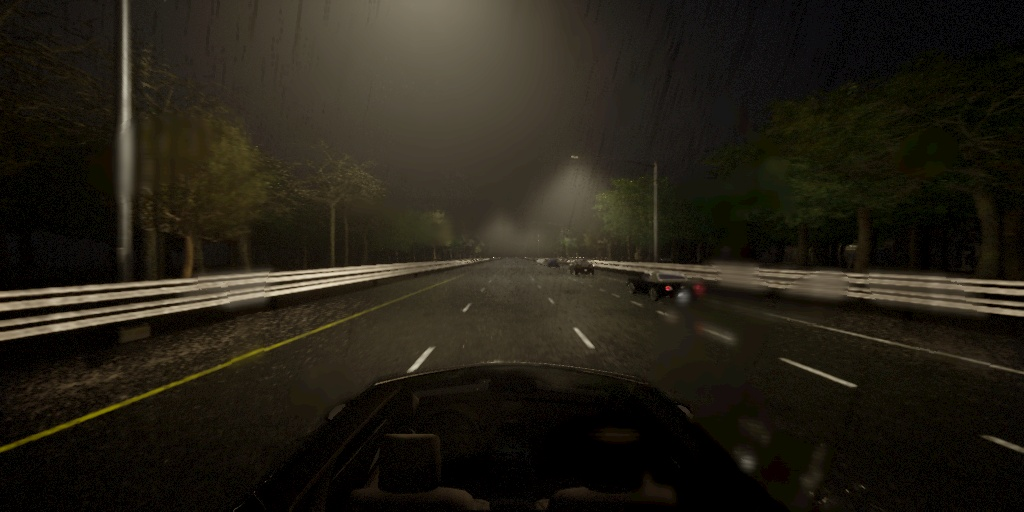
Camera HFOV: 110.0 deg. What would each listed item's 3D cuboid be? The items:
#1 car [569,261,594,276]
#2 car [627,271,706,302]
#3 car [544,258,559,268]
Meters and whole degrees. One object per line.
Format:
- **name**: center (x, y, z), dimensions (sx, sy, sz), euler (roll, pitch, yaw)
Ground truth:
- **car**: center (7.047, 1.239, 36.785), dimensions (1.882, 1.535, 5.008), euler (0, 0, 0)
- **car**: center (7.008, 1.357, 16.916), dimensions (1.895, 1.301, 4.718), euler (0, 0, 0)
- **car**: center (7.102, 1.289, 62.812), dimensions (1.812, 1.442, 4.674), euler (0, 0, 0)
